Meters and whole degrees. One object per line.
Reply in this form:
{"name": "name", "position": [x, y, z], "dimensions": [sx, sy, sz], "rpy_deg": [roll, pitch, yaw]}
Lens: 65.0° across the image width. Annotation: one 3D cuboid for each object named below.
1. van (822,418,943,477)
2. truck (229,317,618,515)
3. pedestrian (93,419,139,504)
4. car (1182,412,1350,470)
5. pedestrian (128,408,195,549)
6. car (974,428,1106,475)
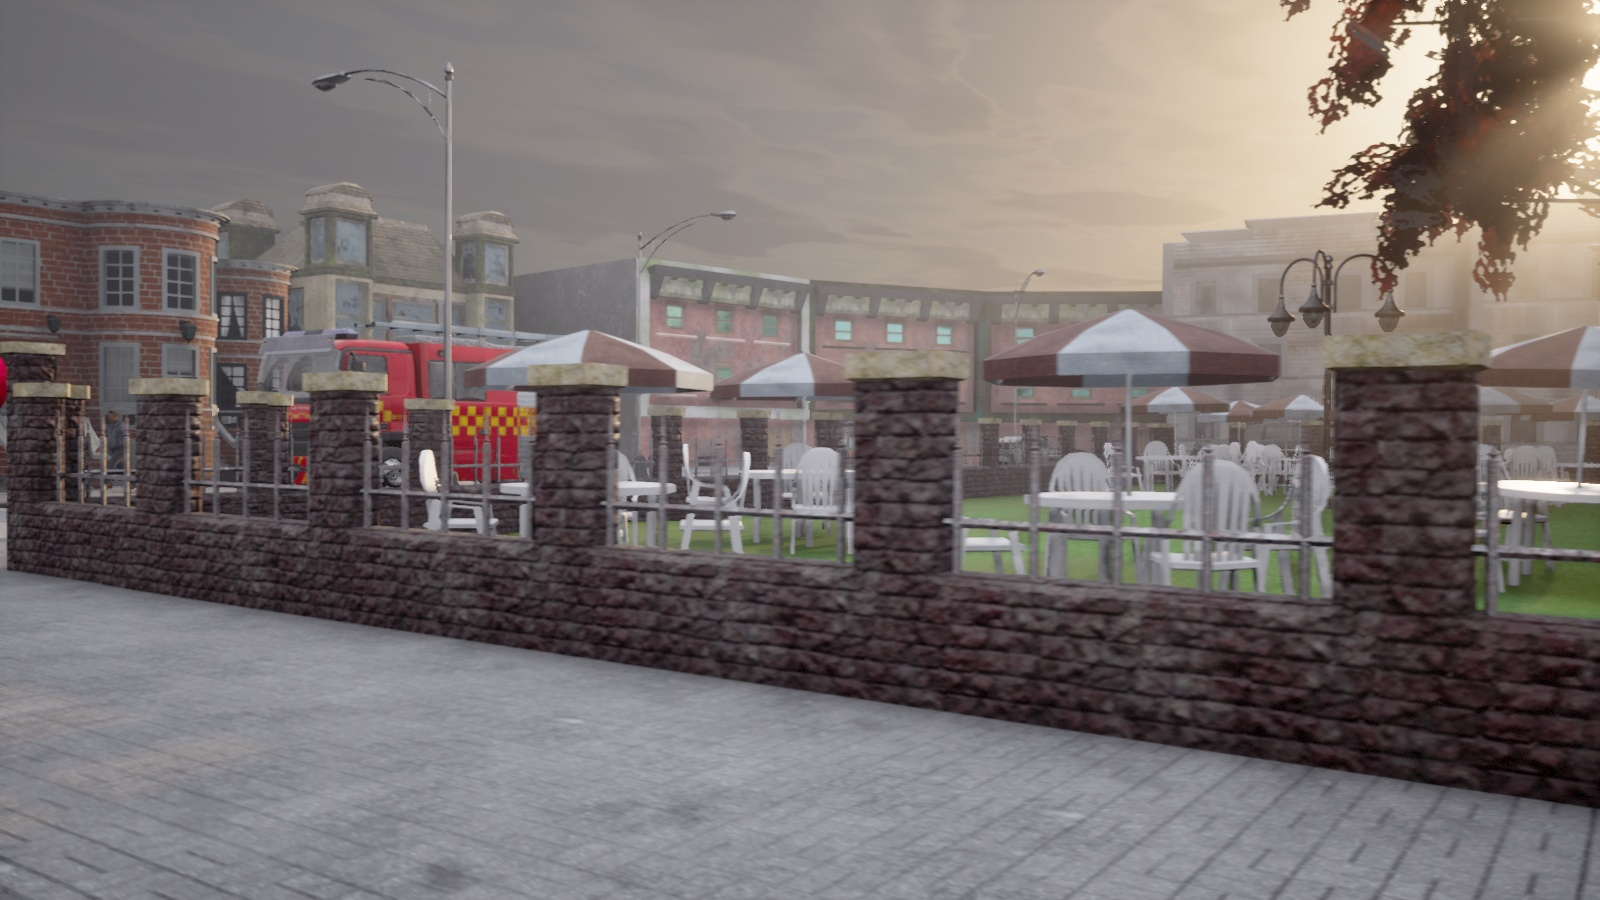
{"name": "van", "position": [2.975, -0.112, 44.397], "dimensions": [1.775, 1.987, 4.442], "rpy_deg": [0, 1, 44]}
{"name": "truck", "position": [-8.153, -0.714, 28.571], "dimensions": [2.891, 3.827, 8.468], "rpy_deg": [0, 1, 35]}
{"name": "pedestrian", "position": [-15.077, 0.243, 27.671], "dimensions": [0.540, 1.848, 0.694], "rpy_deg": [0, 1, 34]}
{"name": "car", "position": [17.447, -0.329, 47.093], "dimensions": [5.566, 2.045, 2.150], "rpy_deg": [0, 1, 33]}
{"name": "pedestrian", "position": [-8.564, 0.366, 16.852], "dimensions": [0.720, 1.854, 0.376], "rpy_deg": [-1, 1, -38]}
{"name": "car", "position": [8.413, 0.034, 43.854], "dimensions": [4.514, 1.525, 2.007], "rpy_deg": [-1, 1, -38]}
